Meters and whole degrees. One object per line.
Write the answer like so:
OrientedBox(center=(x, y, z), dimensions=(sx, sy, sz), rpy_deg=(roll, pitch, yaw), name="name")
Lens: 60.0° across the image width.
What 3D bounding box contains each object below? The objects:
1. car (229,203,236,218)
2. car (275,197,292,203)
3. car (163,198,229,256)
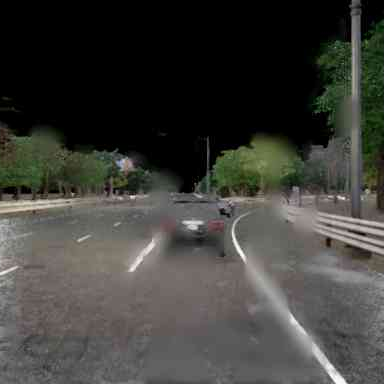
OrientedBox(center=(2.848, 1.574, 30.547), dimensions=(1.994, 1.385, 4.181), rpy_deg=(0, 0, 15), name="car")
OrientedBox(center=(16.781, 1.534, 59.884), dimensions=(2.033, 1.411, 5.357), rpy_deg=(0, 0, 37), name="car")
OrientedBox(center=(0.169, 1.225, 13.301), dimensions=(2.150, 2.045, 5.566), rpy_deg=(0, 0, 3), name="car")
